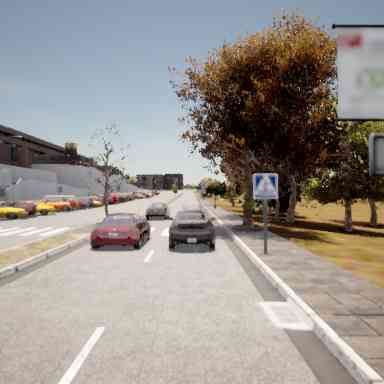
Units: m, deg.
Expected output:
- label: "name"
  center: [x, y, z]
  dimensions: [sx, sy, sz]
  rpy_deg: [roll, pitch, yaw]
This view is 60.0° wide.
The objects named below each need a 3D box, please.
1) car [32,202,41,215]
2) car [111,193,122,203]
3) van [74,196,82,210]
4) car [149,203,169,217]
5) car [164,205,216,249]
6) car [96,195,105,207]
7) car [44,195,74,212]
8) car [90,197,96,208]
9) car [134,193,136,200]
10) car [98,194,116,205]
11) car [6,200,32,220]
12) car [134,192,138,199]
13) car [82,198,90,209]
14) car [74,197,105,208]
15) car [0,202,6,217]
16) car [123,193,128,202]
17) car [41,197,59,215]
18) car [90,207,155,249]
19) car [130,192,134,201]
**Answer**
- label: "car"
  center: [-16.909, 1.620, 30.693]
  dimensions: [4.792, 1.488, 2.163]
  rpy_deg: [-1, 0, -20]
- label: "car"
  center: [-16.892, 1.374, 63.520]
  dimensions: [5.566, 2.045, 2.435]
  rpy_deg: [-1, 1, -20]
- label: "van"
  center: [-16.771, 1.436, 42.693]
  dimensions: [4.442, 1.987, 1.878]
  rpy_deg: [-1, -1, -20]
- label: "car"
  center: [-3.000, 1.654, 29.655]
  dimensions: [2.033, 1.411, 5.357]
  rpy_deg: [0, 0, 0]
- label: "car"
  center: [0.000, 1.533, 14.653]
  dimensions: [1.837, 1.490, 4.892]
  rpy_deg: [0, 0, 0]
- label: "car"
  center: [-16.698, 1.668, 51.666]
  dimensions: [5.366, 1.575, 1.946]
  rpy_deg: [-1, 0, -20]
- label: "car"
  center: [-16.850, 1.523, 39.665]
  dimensions: [4.553, 1.767, 2.185]
  rpy_deg: [-1, 0, -20]
- label: "car"
  center: [-16.898, 1.706, 48.596]
  dimensions: [4.792, 1.488, 2.163]
  rpy_deg: [-1, 0, -20]
- label: "car"
  center: [-16.847, 1.528, 81.433]
  dimensions: [4.674, 1.452, 2.002]
  rpy_deg: [-1, 1, -20]
- label: "car"
  center: [-16.861, 1.682, 60.550]
  dimensions: [4.674, 1.452, 2.002]
  rpy_deg: [-1, 1, -20]
- label: "car"
  center: [-16.712, 1.564, 27.788]
  dimensions: [5.366, 1.575, 1.946]
  rpy_deg: [-1, -1, -20]
- label: "car"
  center: [-16.824, 1.494, 84.452]
  dimensions: [4.792, 1.488, 2.163]
  rpy_deg: [-1, 0, -20]
- label: "car"
  center: [-16.869, 1.710, 45.624]
  dimensions: [4.674, 1.452, 2.002]
  rpy_deg: [-1, 0, -20]
- label: "car"
  center: [-16.841, 1.697, 54.593]
  dimensions: [4.792, 1.488, 2.163]
  rpy_deg: [-1, 0, -20]
- label: "car"
  center: [-16.882, 1.591, 24.740]
  dimensions: [4.674, 1.452, 2.002]
  rpy_deg: [-1, 0, -20]
- label: "car"
  center: [-16.838, 1.328, 69.516]
  dimensions: [5.566, 2.045, 2.435]
  rpy_deg: [-1, 0, -20]
- label: "car"
  center: [-16.708, 1.606, 33.755]
  dimensions: [5.366, 1.575, 1.946]
  rpy_deg: [-1, -1, -20]
- label: "car"
  center: [-3.000, 1.589, 14.652]
  dimensions: [1.994, 1.385, 4.181]
  rpy_deg: [0, 0, 0]
- label: "car"
  center: [-16.826, 1.385, 78.460]
  dimensions: [4.553, 1.767, 2.185]
  rpy_deg: [-1, 1, -20]
